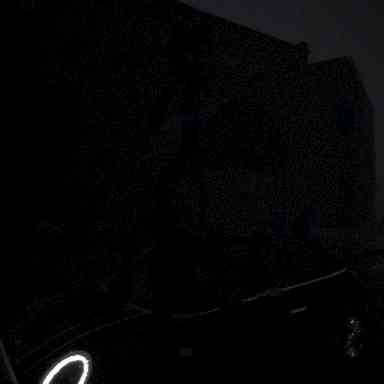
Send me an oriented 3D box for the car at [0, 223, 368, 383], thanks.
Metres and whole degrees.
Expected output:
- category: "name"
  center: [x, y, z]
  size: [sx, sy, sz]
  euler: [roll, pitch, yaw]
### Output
- category: "car"
  center: [0.145, 1.346, 4.108]
  size: [4.553, 1.767, 2.097]
  euler: [0, 0, -36]
